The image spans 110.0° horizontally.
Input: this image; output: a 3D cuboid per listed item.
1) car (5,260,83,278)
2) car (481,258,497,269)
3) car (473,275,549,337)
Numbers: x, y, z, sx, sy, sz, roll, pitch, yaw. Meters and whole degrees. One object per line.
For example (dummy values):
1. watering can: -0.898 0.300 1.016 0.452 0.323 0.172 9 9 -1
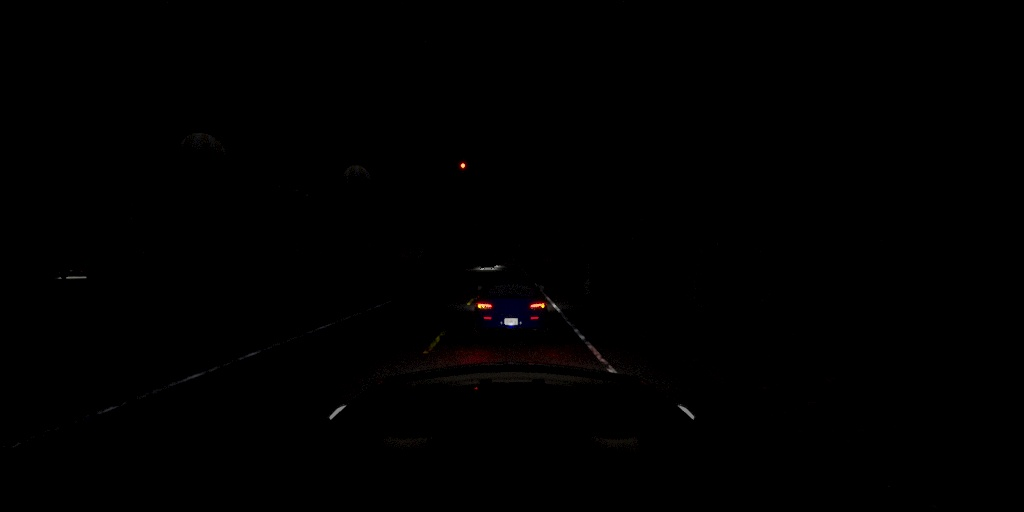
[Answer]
1. car: -36.812 0.973 28.294 4.181 1.385 1.994 1 0 -1
2. car: -3.808 1.248 56.281 1.994 1.385 4.181 0 0 0
3. car: -0.030 1.271 10.165 1.812 1.442 4.674 0 0 0
